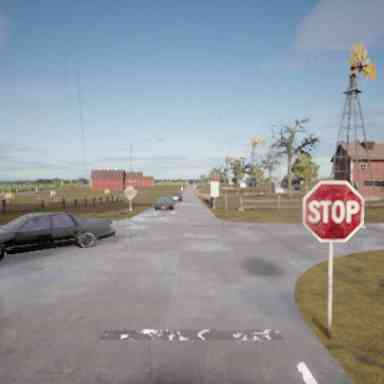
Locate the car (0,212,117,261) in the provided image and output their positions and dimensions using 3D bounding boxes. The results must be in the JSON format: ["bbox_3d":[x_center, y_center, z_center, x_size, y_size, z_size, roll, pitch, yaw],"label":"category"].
[{"bbox_3d":[-5.447,1.464,12.002,5.357,1.411,2.033,-3,1,-41],"label":"car"}]

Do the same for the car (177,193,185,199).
[{"bbox_3d":[-2.792,0.946,84.409,2.033,1.411,5.357,0,0,0],"label":"car"}]

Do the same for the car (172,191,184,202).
[{"bbox_3d":[-2.780,0.887,59.534,2.150,2.045,5.566,0,2,0],"label":"car"}]

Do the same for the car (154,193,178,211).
[{"bbox_3d":[-2.766,1.178,34.440,1.882,1.535,5.008,0,2,0],"label":"car"}]
